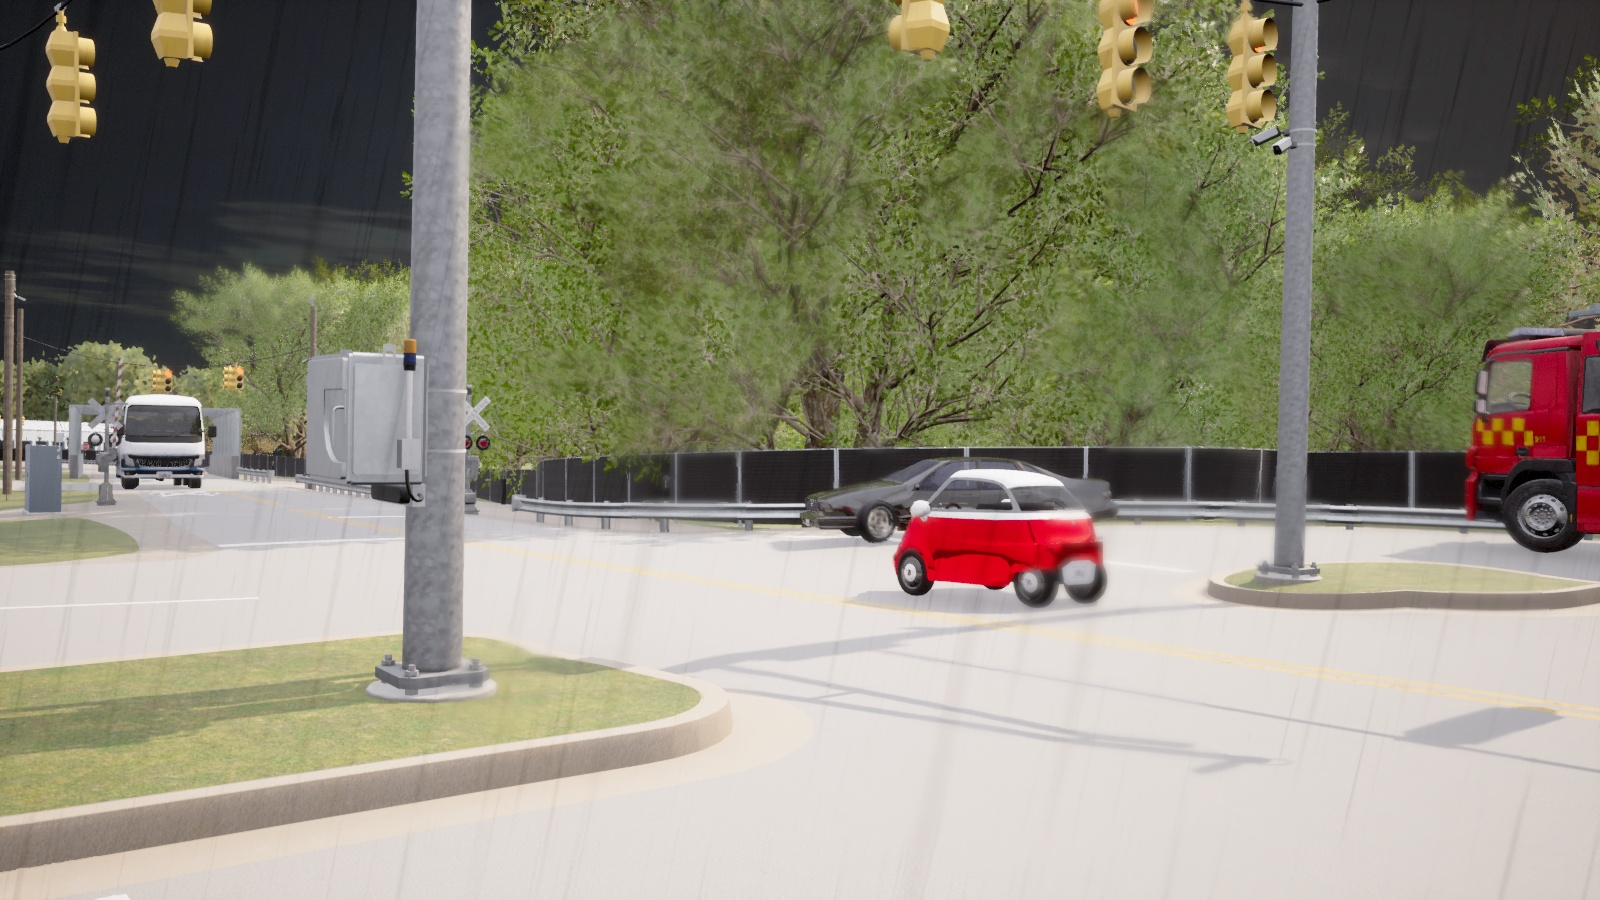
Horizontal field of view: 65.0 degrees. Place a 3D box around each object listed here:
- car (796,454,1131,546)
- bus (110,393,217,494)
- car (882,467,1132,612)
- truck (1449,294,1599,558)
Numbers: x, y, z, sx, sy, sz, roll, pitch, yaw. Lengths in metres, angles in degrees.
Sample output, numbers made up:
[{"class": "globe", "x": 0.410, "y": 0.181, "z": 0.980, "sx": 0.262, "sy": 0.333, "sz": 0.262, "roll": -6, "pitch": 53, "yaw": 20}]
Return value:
[{"class": "car", "x": 2.762, "y": 0.806, "z": 21.677, "sx": 5.357, "sy": 1.411, "sz": 2.033, "roll": -1, "pitch": 0, "yaw": -11}, {"class": "bus", "x": -29.686, "y": -0.245, "z": 58.257, "sx": 3.944, "sy": 4.253, "sz": 10.273, "roll": 0, "pitch": 0, "yaw": -30}, {"class": "car", "x": 2.157, "y": 0.876, "z": 13.366, "sx": 1.481, "sy": 1.376, "sz": 2.207, "roll": 1, "pitch": -1, "yaw": -36}, {"class": "truck", "x": 13.217, "y": -0.340, "z": 17.422, "sx": 2.891, "sy": 3.827, "sz": 8.468, "roll": 0, "pitch": 1, "yaw": -10}]
